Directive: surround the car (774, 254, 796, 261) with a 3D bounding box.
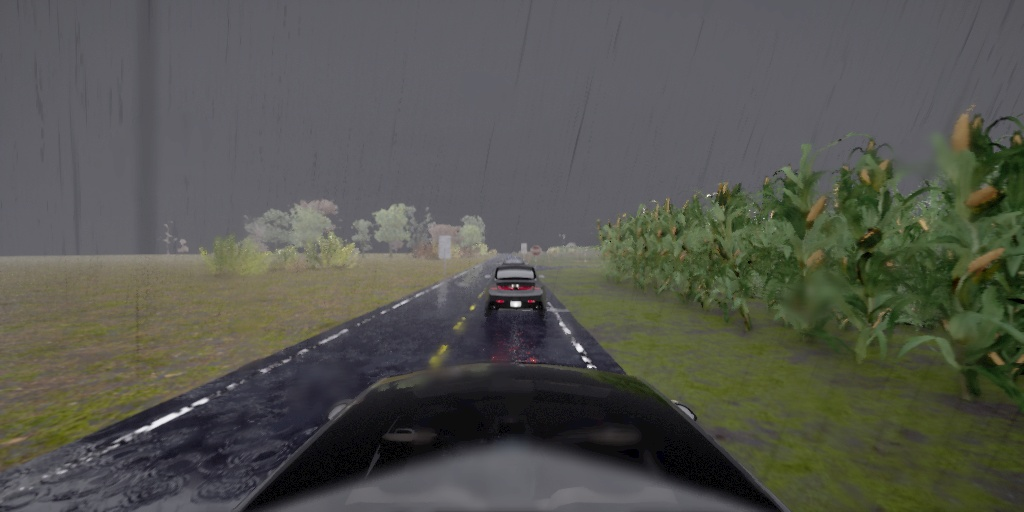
[{"bbox_3d":[33.183,0.032,42.176,4.553,1.767,2.097,-1,0,-1],"label":"car"}]

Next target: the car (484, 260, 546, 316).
[{"bbox_3d":[0.099,1.051,12.355,1.837,1.490,4.892,0,1,0],"label":"car"}]

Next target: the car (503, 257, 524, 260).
[{"bbox_3d":[0.101,0.817,24.194,2.128,1.511,4.902,0,1,0],"label":"car"}]
